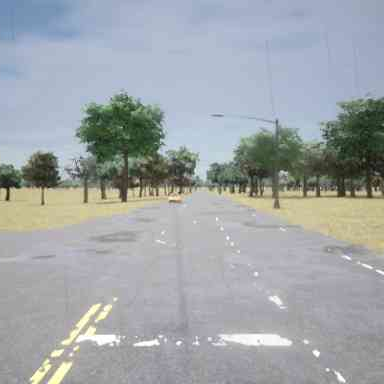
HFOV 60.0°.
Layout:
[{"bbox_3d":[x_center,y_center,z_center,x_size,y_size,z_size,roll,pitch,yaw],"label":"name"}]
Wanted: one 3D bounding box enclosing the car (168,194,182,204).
[{"bbox_3d":[-2.574,1.027,50.893,1.882,1.535,5.008,0,1,2],"label":"car"}]
